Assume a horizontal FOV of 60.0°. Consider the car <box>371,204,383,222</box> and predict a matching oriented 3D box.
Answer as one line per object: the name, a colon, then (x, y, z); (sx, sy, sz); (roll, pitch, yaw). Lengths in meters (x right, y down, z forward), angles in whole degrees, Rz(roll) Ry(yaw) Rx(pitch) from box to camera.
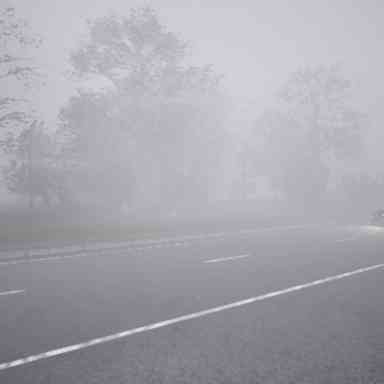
car: (13.910, 1.285, 22.392); (4.181, 1.385, 1.994); (0, 0, -35)
